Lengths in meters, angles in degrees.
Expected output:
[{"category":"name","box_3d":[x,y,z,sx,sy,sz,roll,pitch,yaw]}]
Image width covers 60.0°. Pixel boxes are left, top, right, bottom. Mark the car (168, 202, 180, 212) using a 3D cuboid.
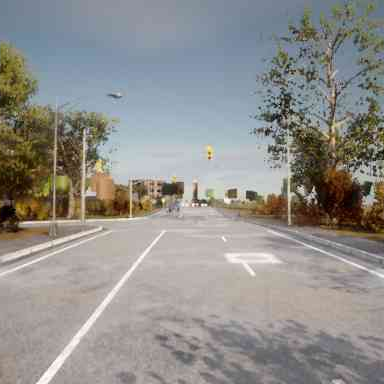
[{"category":"car","box_3d":[-3.711,3.174,70.020,2.150,2.045,5.566,0,-1,0]}]
